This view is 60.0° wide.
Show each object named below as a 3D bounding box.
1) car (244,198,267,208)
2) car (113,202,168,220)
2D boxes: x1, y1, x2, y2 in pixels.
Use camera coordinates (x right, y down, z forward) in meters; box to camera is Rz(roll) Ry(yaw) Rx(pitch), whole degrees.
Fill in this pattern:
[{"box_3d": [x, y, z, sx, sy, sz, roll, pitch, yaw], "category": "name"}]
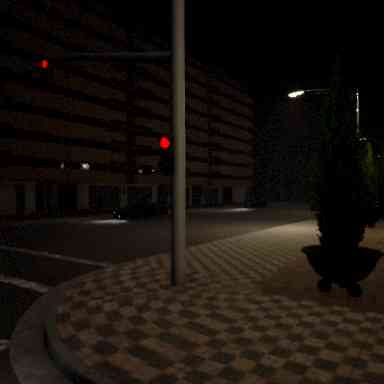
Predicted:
[{"box_3d": [9.283, 1.575, 48.233, 2.128, 1.511, 4.902, 0, 0, 37], "category": "car"}, {"box_3d": [-4.430, 1.632, 29.495, 2.033, 1.411, 5.357, 0, 0, 36], "category": "car"}]
